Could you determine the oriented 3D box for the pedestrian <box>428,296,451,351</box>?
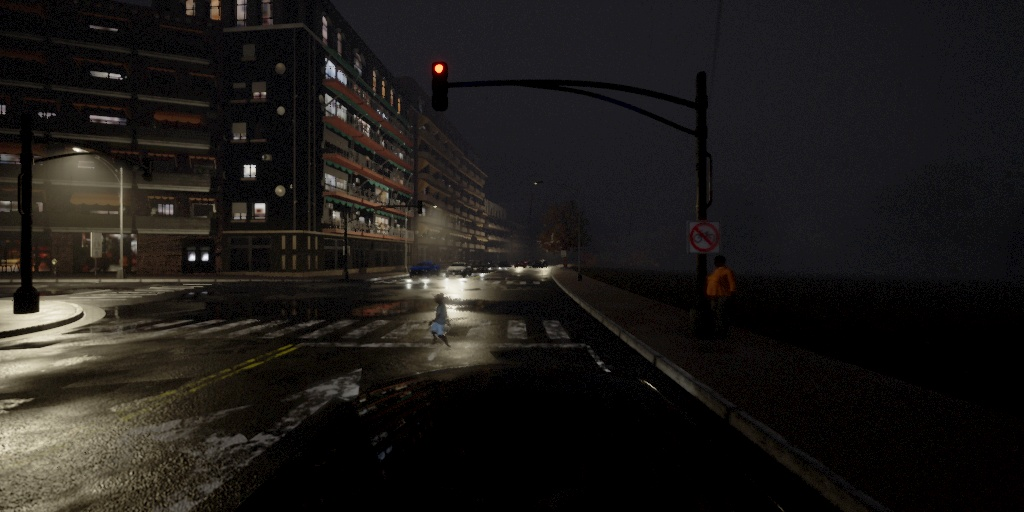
[{"bbox_3d":[-1.517,1.049,7.641,0.375,1.860,0.375,0,0,1],"label":"pedestrian"}]

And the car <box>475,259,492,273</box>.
[{"bbox_3d":[-4.246,1.379,46.199,1.837,1.490,4.892,0,0,6],"label":"car"}]

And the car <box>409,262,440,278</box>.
[{"bbox_3d":[-8.503,1.305,35.266,1.882,1.535,5.008,0,0,4],"label":"car"}]

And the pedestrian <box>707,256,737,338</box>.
[{"bbox_3d":[4.762,0.897,8.154,0.375,1.860,0.375,0,0,1],"label":"pedestrian"}]

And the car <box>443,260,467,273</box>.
[{"bbox_3d":[-7.431,1.356,46.979,1.882,1.535,5.008,0,0,6],"label":"car"}]

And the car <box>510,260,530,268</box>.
[{"bbox_3d":[1.551,1.523,65.431,2.033,1.411,5.357,0,0,9],"label":"car"}]

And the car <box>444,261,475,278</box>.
[{"bbox_3d":[-5.217,1.355,35.589,1.812,1.442,4.674,0,0,5],"label":"car"}]
